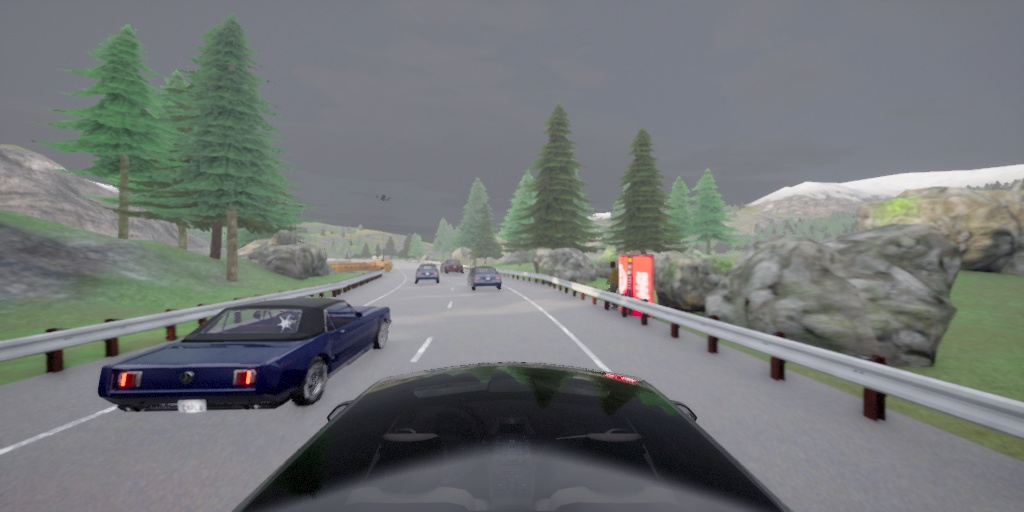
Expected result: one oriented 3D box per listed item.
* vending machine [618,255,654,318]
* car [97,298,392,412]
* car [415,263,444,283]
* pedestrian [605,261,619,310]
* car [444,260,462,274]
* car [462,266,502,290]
[{"bbox_3d":[4.315,0.952,12.527,1.100,2.100,0.880,0,0,-5],"label":"vending machine"},{"bbox_3d":[-3.608,1.371,6.169,1.895,1.301,4.718,0,0,-2],"label":"car"},{"bbox_3d":[-6.801,1.373,28.782,2.033,1.411,5.357,0,0,-14],"label":"car"},{"bbox_3d":[3.784,1.054,13.222,0.375,1.860,0.375,0,0,-6],"label":"pedestrian"},{"bbox_3d":[-7.261,1.226,42.890,2.097,1.767,4.553,0,0,-19],"label":"car"},{"bbox_3d":[-1.877,1.366,23.182,2.033,1.411,5.357,0,0,-11],"label":"car"}]
